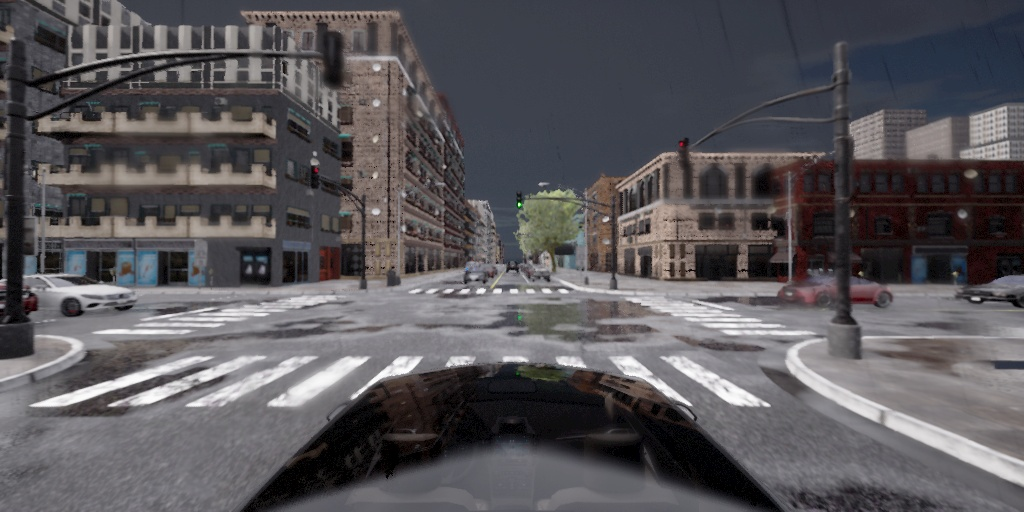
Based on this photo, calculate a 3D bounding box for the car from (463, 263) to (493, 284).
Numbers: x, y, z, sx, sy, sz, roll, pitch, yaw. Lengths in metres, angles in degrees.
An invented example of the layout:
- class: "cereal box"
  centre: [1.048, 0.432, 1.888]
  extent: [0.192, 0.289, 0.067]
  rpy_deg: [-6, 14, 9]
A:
- class: "car"
  centre: [-3.101, 1.649, 31.518]
  extent: [2.128, 1.511, 4.902]
  rpy_deg: [0, -1, 0]

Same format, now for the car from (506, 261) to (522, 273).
- class: "car"
  centre: [0.094, 1.812, 61.087]
  extent: [2.150, 2.045, 5.566]
  rpy_deg: [0, -1, 0]

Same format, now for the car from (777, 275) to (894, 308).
- class: "car"
  centre: [14.719, 1.576, 16.465]
  extent: [4.181, 1.385, 1.994]
  rpy_deg: [0, -1, 0]

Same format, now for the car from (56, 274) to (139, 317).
- class: "car"
  centre: [-16.527, 1.373, 13.046]
  extent: [4.674, 1.442, 1.812]
  rpy_deg: [0, -1, 0]

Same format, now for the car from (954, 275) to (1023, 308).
- class: "car"
  centre: [24.021, 1.602, 16.531]
  extent: [5.357, 1.411, 2.033]
  rpy_deg: [0, -1, 0]

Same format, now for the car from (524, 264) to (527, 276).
- class: "car"
  centre: [2.691, 1.718, 39.854]
  extent: [1.967, 1.591, 4.097]
  rpy_deg: [0, 0, 0]

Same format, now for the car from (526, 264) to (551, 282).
- class: "car"
  centre: [2.691, 1.746, 34.158]
  extent: [2.007, 1.370, 4.403]
  rpy_deg: [0, 0, 0]

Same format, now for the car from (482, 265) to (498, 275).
- class: "car"
  centre: [-3.084, 2.010, 51.419]
  extent: [1.994, 1.385, 4.181]
  rpy_deg: [0, -1, 0]

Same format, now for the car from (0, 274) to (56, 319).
- class: "car"
  centre: [-17.276, 1.126, 10.442]
  extent: [5.009, 1.841, 2.192]
  rpy_deg: [0, 0, 0]

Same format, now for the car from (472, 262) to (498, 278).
- class: "car"
  centre: [-3.097, 1.653, 41.413]
  extent: [2.097, 1.767, 4.553]
  rpy_deg: [0, -1, 0]

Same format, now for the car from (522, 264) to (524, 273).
- class: "car"
  centre: [2.691, 1.800, 45.549]
  extent: [1.967, 1.591, 4.097]
  rpy_deg: [0, 0, 0]
